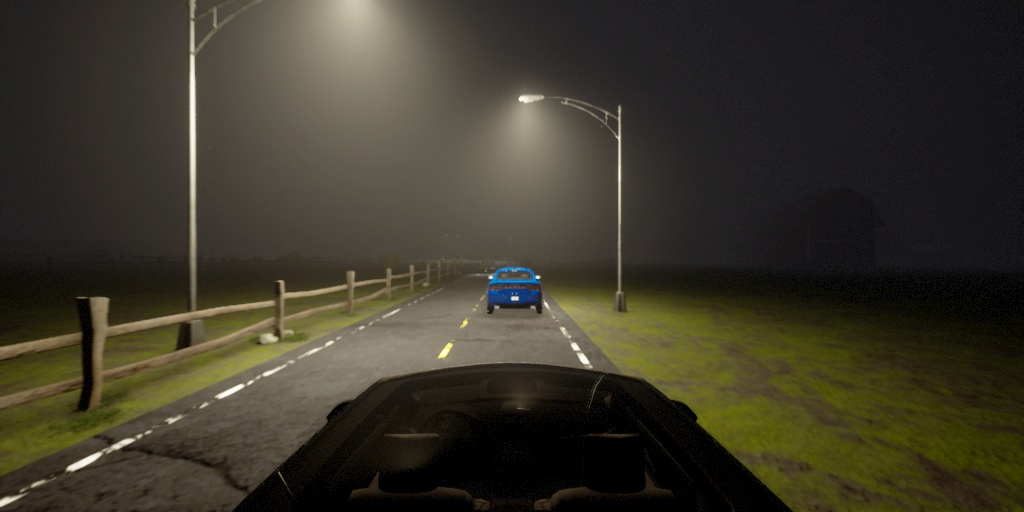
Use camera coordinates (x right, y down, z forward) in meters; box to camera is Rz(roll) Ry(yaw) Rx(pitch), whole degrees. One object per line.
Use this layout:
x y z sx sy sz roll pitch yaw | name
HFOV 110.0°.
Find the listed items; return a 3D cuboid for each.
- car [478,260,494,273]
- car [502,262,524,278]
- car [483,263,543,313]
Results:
-2.764 1.173 40.609 2.033 1.411 5.357 0 0 0 | car
0.090 1.252 32.798 1.895 1.301 4.718 0 0 0 | car
0.095 1.190 13.891 1.882 1.535 5.008 0 0 0 | car
